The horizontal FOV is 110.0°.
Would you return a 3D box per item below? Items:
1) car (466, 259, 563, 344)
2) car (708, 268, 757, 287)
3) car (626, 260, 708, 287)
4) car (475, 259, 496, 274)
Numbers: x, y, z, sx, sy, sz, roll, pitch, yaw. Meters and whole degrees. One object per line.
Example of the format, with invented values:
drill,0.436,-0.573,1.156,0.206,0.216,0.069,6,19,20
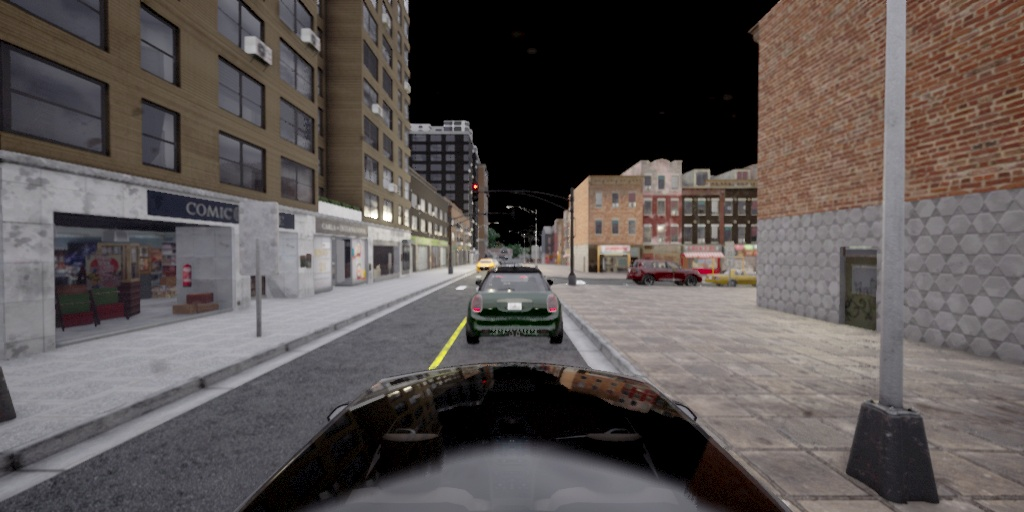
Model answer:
car,0.062,1.043,9.540,2.097,1.767,4.553,0,0,0
car,16.459,1.524,25.597,4.829,1.417,1.751,0,0,0
car,10.744,1.211,25.594,5.009,1.841,2.192,0,0,0
car,-2.928,1.103,40.746,1.882,1.535,5.008,0,1,1
